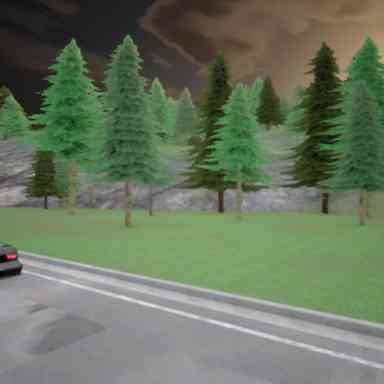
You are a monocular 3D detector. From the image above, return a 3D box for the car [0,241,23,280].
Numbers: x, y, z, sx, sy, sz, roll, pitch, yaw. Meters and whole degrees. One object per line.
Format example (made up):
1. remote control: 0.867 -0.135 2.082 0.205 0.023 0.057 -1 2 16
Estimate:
1. car: -6.492 1.542 8.581 5.357 1.411 2.033 0 0 36
